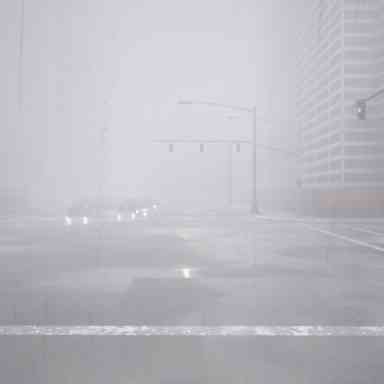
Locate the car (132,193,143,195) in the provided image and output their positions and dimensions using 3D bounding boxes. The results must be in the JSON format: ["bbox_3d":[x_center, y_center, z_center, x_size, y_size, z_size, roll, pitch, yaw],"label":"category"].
[{"bbox_3d":[-10.432,1.477,62.146,1.882,1.535,5.008,0,0,0],"label":"car"}]

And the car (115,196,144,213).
[{"bbox_3d":[-7.024,1.504,37.830,1.837,1.490,4.892,0,0,0],"label":"car"}]

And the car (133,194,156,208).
[{"bbox_3d":[-7.001,1.491,48.181,2.128,1.511,4.902,0,0,0],"label":"car"}]

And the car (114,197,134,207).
[{"bbox_3d":[-10.492,1.546,51.759,2.033,1.411,5.357,0,0,0],"label":"car"}]

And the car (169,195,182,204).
[{"bbox_3d":[-3.373,1.491,64.088,2.128,1.511,4.902,0,0,0],"label":"car"}]

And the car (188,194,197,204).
[{"bbox_3d":[0.127,1.547,64.081,2.033,1.411,5.357,0,0,0],"label":"car"}]

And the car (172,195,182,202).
[{"bbox_3d":[-3.352,1.353,74.372,2.128,1.511,4.902,0,0,0],"label":"car"}]

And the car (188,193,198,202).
[{"bbox_3d":[0.148,1.183,74.335,2.097,1.767,4.553,0,0,0],"label":"car"}]

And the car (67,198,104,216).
[{"bbox_3d":[-10.572,1.352,32.716,2.097,1.767,4.553,0,0,1],"label":"car"}]

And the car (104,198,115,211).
[{"bbox_3d":[-10.514,1.477,41.848,1.882,1.535,5.008,0,0,0],"label":"car"}]

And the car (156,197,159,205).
[{"bbox_3d":[-6.963,1.600,58.505,1.895,1.301,4.718,0,0,0],"label":"car"}]
